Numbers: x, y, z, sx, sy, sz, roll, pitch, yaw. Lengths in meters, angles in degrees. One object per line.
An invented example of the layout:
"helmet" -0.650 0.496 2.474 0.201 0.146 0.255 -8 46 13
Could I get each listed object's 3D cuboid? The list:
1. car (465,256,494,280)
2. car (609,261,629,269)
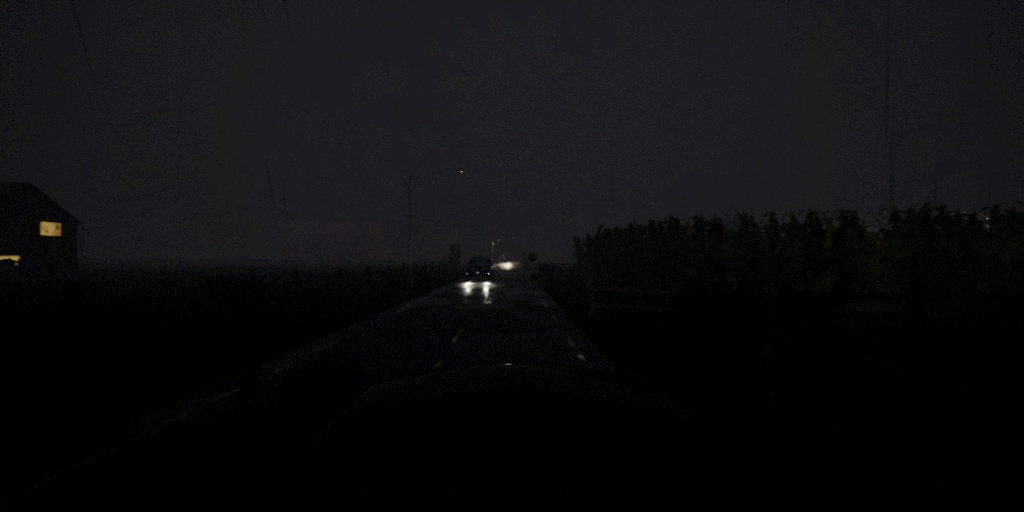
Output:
"car" -2.771 1.022 31.857 2.150 2.045 5.566 0 -1 0
"car" 13.980 1.106 44.964 5.566 2.045 2.150 0 0 0
